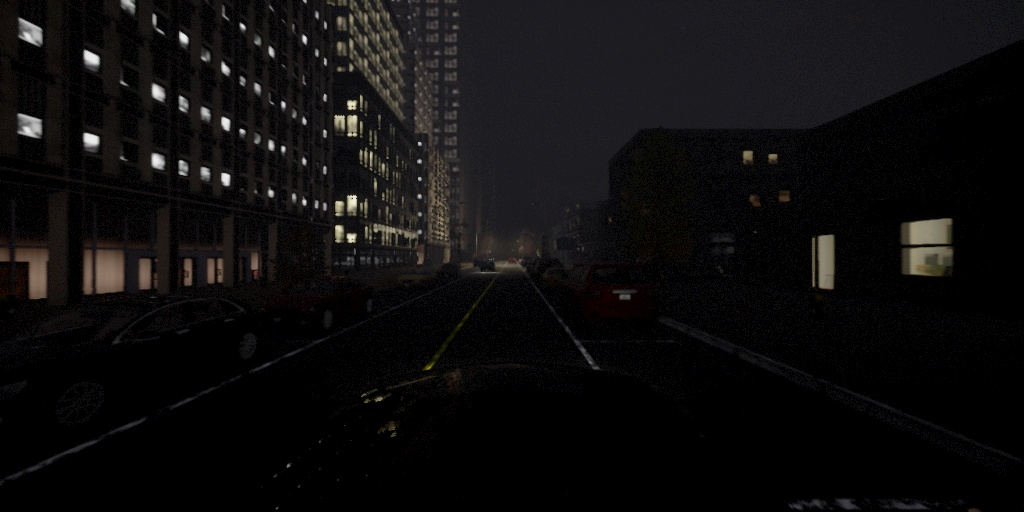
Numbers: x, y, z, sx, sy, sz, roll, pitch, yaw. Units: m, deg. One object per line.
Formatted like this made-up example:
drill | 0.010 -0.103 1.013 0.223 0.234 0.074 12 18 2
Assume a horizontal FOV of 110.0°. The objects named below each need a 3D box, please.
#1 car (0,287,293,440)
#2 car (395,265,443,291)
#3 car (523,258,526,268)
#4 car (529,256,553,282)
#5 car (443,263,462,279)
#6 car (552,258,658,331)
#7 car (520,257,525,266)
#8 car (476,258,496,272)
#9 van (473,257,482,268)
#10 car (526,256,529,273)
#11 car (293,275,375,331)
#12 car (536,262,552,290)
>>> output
car | -5.690 1.300 5.397 2.007 1.370 4.403 0 0 0
car | -5.691 1.271 21.838 1.751 1.417 4.829 0 0 0
car | 2.688 1.309 44.154 1.948 1.339 4.313 0 0 0
car | 2.689 1.058 27.544 2.192 1.841 5.009 0 0 0
car | -5.691 1.311 33.082 1.948 1.339 4.313 0 0 0
car | 2.690 1.060 10.932 2.192 1.841 5.009 0 0 0
car | 2.688 1.329 60.765 1.802 1.307 4.207 0 0 0
car | -3.085 1.292 46.693 2.033 1.411 5.357 0 0 0
van | -5.693 1.090 60.766 1.690 1.789 3.998 0 0 0
car | 2.689 1.057 33.080 2.192 1.841 5.009 0 0 0
car | -5.691 1.293 10.934 1.888 1.381 4.507 0 0 0
car | 2.690 1.269 22.176 1.751 1.417 4.829 0 0 0
